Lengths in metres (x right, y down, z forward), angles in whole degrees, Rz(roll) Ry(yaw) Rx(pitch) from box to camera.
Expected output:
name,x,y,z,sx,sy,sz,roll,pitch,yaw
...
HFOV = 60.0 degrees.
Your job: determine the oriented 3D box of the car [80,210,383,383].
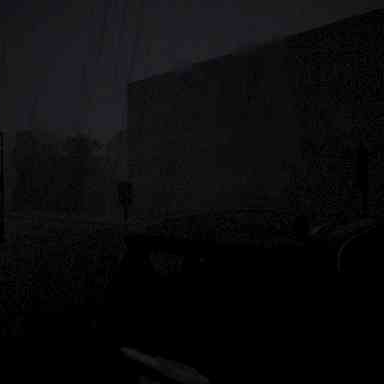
name,x,y,z,sx,sy,sz,roll,pitch,yaw
car,1.364,1.237,4.054,2.435,2.045,5.566,0,0,35
